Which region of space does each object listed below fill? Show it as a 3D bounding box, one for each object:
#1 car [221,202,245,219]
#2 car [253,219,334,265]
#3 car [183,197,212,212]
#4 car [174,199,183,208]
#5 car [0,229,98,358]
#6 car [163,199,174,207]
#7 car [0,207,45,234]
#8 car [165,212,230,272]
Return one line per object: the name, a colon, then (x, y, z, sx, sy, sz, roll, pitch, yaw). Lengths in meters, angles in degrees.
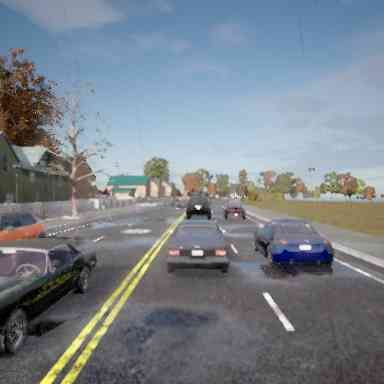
car: (3.924, 1.752, 31.430, 1.837, 1.490, 4.892, 0, -1, 2)
car: (3.444, 1.657, 12.015, 1.994, 1.385, 4.181, 0, 0, 1)
car: (0.634, 1.462, 30.463, 2.150, 2.045, 5.566, 0, 0, 2)
car: (-1.493, 1.980, 56.741, 1.837, 1.490, 4.892, 0, 0, 4)
car: (-3.332, 1.647, 6.198, 1.895, 1.301, 4.718, 0, 0, 0)
car: (-4.265, 2.085, 63.585, 2.033, 1.411, 5.357, 0, -1, 4)
car: (-6.524, 1.431, 10.613, 2.097, 1.767, 4.553, 0, 0, 1)
car: (0.176, 1.632, 11.050, 2.033, 1.411, 5.357, 0, 0, 1)
